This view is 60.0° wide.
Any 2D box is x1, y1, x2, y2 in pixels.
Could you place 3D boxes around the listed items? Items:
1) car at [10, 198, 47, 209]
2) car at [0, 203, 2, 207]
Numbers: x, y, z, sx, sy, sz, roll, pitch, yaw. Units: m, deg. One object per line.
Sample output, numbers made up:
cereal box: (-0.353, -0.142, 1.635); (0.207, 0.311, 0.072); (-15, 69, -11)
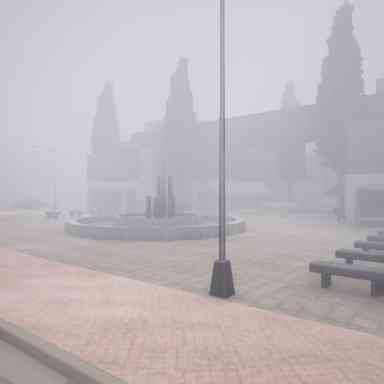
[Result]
car: (-21.817, 1.547, 44.582); (2.033, 1.411, 5.357); (0, 0, 12)
car: (-25.791, 1.601, 40.996); (1.895, 1.301, 4.718); (0, 0, 5)
